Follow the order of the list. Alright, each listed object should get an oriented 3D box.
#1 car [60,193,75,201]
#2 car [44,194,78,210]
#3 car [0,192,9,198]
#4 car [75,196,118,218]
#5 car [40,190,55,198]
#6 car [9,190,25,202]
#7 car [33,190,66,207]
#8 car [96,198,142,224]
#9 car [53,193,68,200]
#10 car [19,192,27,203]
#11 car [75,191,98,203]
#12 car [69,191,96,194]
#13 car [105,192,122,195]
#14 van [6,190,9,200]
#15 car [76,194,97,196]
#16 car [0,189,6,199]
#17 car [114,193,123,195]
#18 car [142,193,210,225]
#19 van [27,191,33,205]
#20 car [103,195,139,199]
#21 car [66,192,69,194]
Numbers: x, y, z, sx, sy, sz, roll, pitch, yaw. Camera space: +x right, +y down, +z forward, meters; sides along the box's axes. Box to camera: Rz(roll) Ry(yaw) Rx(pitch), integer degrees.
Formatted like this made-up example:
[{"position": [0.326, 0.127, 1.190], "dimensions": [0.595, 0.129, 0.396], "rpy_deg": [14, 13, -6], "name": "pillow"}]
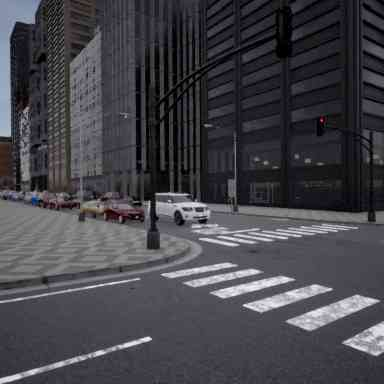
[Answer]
[{"position": [-24.504, 0.946, 65.445], "dimensions": [1.802, 1.307, 4.206], "rpy_deg": [0, 1, -36], "name": "car"}, {"position": [-14.895, 1.274, 37.676], "dimensions": [1.887, 1.381, 4.507], "rpy_deg": [0, 1, -36], "name": "car"}, {"position": [-44.617, 0.774, 78.653], "dimensions": [1.887, 1.381, 4.507], "rpy_deg": [0, 1, -36], "name": "car"}, {"position": [-8.190, 1.352, 28.432], "dimensions": [1.752, 1.417, 4.829], "rpy_deg": [0, 1, -36], "name": "car"}, {"position": [-34.410, 0.506, 79.100], "dimensions": [2.192, 1.841, 5.009], "rpy_deg": [0, 1, -36], "name": "car"}, {"position": [-31.407, 0.901, 60.441], "dimensions": [1.967, 1.590, 4.097], "rpy_deg": [0, 1, -36], "name": "car"}, {"position": [-18.197, 0.994, 42.228], "dimensions": [2.192, 1.841, 5.009], "rpy_deg": [0, 1, -36], "name": "car"}, {"position": [-4.987, 1.415, 24.017], "dimensions": [1.887, 1.381, 4.507], "rpy_deg": [0, 1, -36], "name": "car"}, {"position": [-27.807, 0.851, 69.997], "dimensions": [1.887, 1.381, 4.507], "rpy_deg": [0, 1, -36], "name": "car"}, {"position": [-24.803, 1.124, 51.336], "dimensions": [2.008, 1.369, 4.403], "rpy_deg": [0, 1, -36], "name": "car"}, {"position": [-17.898, 0.791, 56.337], "dimensions": [2.192, 1.841, 5.009], "rpy_deg": [0, 1, -36], "name": "car"}, {"position": [-15.724, 0.797, 48.847], "dimensions": [2.150, 2.045, 5.566], "rpy_deg": [-1, 1, -38], "name": "car"}, {"position": [-11.294, 0.897, 47.231], "dimensions": [2.192, 1.841, 5.009], "rpy_deg": [0, 1, -36], "name": "car"}, {"position": [-34.709, 0.745, 64.993], "dimensions": [1.690, 1.788, 3.998], "rpy_deg": [0, 1, -36], "name": "van"}, {"position": [-12.979, 1.257, 39.748], "dimensions": [1.994, 1.385, 4.181], "rpy_deg": [-1, 1, -35], "name": "car"}, {"position": [-38.011, 0.661, 69.546], "dimensions": [2.192, 1.841, 5.009], "rpy_deg": [0, 1, -36], "name": "car"}, {"position": [-7.993, 1.198, 42.680], "dimensions": [1.947, 1.339, 4.313], "rpy_deg": [0, 1, -36], "name": "car"}, {"position": [-1.078, 1.084, 23.303], "dimensions": [2.150, 2.045, 5.566], "rpy_deg": [-1, 1, -36], "name": "car"}, {"position": [-21.499, 0.968, 46.782], "dimensions": [1.690, 1.788, 3.998], "rpy_deg": [0, 1, -36], "name": "van"}, {"position": [-7.089, 1.327, 31.601], "dimensions": [2.033, 1.411, 5.357], "rpy_deg": [-1, 1, -35], "name": "car"}, {"position": [-21.904, 0.828, 57.301], "dimensions": [2.097, 1.767, 4.553], "rpy_deg": [-1, 1, -36], "name": "car"}]
